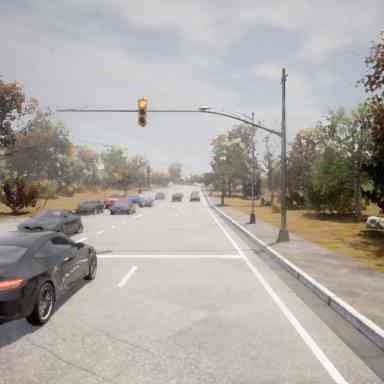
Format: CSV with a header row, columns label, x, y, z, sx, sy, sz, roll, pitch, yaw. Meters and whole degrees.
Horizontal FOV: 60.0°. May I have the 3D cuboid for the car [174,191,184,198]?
label,x,y,z,sx,sy,sz,roll,pitch,yaw
car,-2.884,0.587,74.043,1.895,1.301,4.718,0,3,1

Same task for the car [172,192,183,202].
label,x,y,z,sx,sy,sz,roll,pitch,yaw
car,-2.877,1.010,64.109,1.837,1.490,4.892,0,3,1

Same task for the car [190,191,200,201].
label,x,y,z,sx,sy,sz,roll,pitch,yaw
car,0.628,1.079,64.588,1.895,1.301,4.718,0,3,1

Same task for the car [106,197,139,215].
label,x,y,z,sx,sy,sz,roll,pitch,yaw
car,-6.849,1.526,33.471,1.812,1.442,4.674,0,0,1

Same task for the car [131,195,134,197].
label,x,y,z,sx,sy,sz,roll,pitch,yaw
car,-10.105,1.260,58.404,1.882,1.535,5.008,0,2,1

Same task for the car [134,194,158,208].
label,x,y,z,sx,sy,sz,roll,pitch,yaw
car,-6.702,1.483,48.938,2.128,1.511,4.902,0,1,1

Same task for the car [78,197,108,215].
label,x,y,z,sx,sy,sz,roll,pitch,yaw
car,-10.343,1.504,34.129,1.837,1.490,4.892,0,0,1

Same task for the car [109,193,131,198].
label,x,y,z,sx,sy,sz,roll,pitch,yaw
car,-10.235,1.221,45.475,2.150,2.045,5.566,0,0,0

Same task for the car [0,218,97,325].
label,x,y,z,sx,sy,sz,roll,pitch,yaw
car,-3.403,1.526,6.968,1.812,1.442,4.674,0,0,-1

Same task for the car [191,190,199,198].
label,x,y,z,sx,sy,sz,roll,pitch,yaw
car,0.623,0.493,74.461,1.812,1.442,4.674,0,3,1

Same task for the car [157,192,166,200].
label,x,y,z,sx,sy,sz,roll,pitch,yaw
car,-6.442,0.815,68.262,1.837,1.490,4.892,0,3,1

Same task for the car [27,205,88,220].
label,x,y,z,sx,sy,sz,roll,pitch,yaw
car,-6.996,1.565,16.662,1.994,1.385,4.181,0,0,1
